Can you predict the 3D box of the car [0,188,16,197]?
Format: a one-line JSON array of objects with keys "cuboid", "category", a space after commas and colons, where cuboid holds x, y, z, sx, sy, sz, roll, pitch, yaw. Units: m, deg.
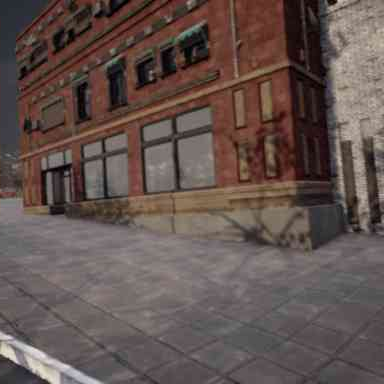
[{"cuboid": [-36.531, 0.331, 64.205, 2.150, 2.045, 5.566, -5, 2, 7], "category": "car"}]
